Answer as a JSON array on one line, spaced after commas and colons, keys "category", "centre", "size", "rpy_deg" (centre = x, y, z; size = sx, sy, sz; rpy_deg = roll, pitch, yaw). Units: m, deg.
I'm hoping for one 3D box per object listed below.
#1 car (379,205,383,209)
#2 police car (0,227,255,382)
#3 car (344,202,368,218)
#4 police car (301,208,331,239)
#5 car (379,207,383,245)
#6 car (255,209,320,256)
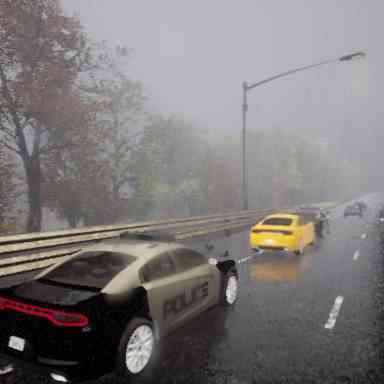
[{"category": "car", "centre": [19.366, 1.884, 32.240], "size": [2.097, 1.767, 4.553], "rpy_deg": [-1, -1, 29]}, {"category": "police car", "centre": [-0.705, 1.532, 6.002], "size": [1.930, 1.638, 5.238], "rpy_deg": [-1, -1, 29]}, {"category": "car", "centre": [18.615, 2.181, 38.187], "size": [2.033, 1.411, 5.357], "rpy_deg": [-1, -1, 30]}, {"category": "police car", "centre": [7.133, 1.761, 19.956], "size": [1.930, 1.638, 5.238], "rpy_deg": [-1, -1, 29]}, {"category": "car", "centre": [10.475, 1.750, 16.409], "size": [1.882, 1.535, 5.008], "rpy_deg": [-1, -1, 29]}, {"category": "car", "centre": [4.140, 1.726, 14.626], "size": [1.882, 1.535, 5.008], "rpy_deg": [-1, -1, 29]}]
